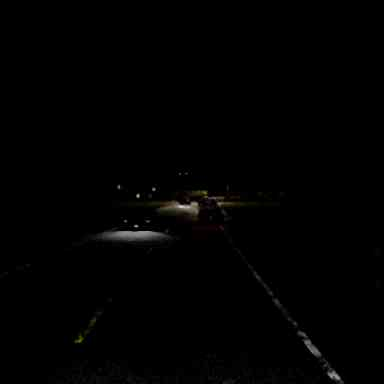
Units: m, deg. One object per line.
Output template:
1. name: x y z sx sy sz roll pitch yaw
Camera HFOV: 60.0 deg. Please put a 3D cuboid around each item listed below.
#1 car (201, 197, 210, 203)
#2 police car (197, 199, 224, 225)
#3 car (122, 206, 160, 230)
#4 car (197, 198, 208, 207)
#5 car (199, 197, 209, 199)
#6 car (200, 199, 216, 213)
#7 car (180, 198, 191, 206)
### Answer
1. car: 3.016 1.851 75.511 1.895 1.301 4.718 0 0 5
2. police car: 1.405 1.595 25.874 1.930 1.638 5.238 0 0 2
3. car: -3.315 1.692 22.758 2.033 1.411 5.357 0 0 1
4. car: 2.012 1.853 61.483 1.882 1.535 5.008 0 0 4
5. car: 1.736 1.686 35.920 1.801 1.575 5.366 0 0 2
6. car: 1.976 1.741 41.706 1.882 1.535 5.008 0 0 3
7. car: -1.299 1.881 64.519 2.128 1.511 4.902 0 0 4
